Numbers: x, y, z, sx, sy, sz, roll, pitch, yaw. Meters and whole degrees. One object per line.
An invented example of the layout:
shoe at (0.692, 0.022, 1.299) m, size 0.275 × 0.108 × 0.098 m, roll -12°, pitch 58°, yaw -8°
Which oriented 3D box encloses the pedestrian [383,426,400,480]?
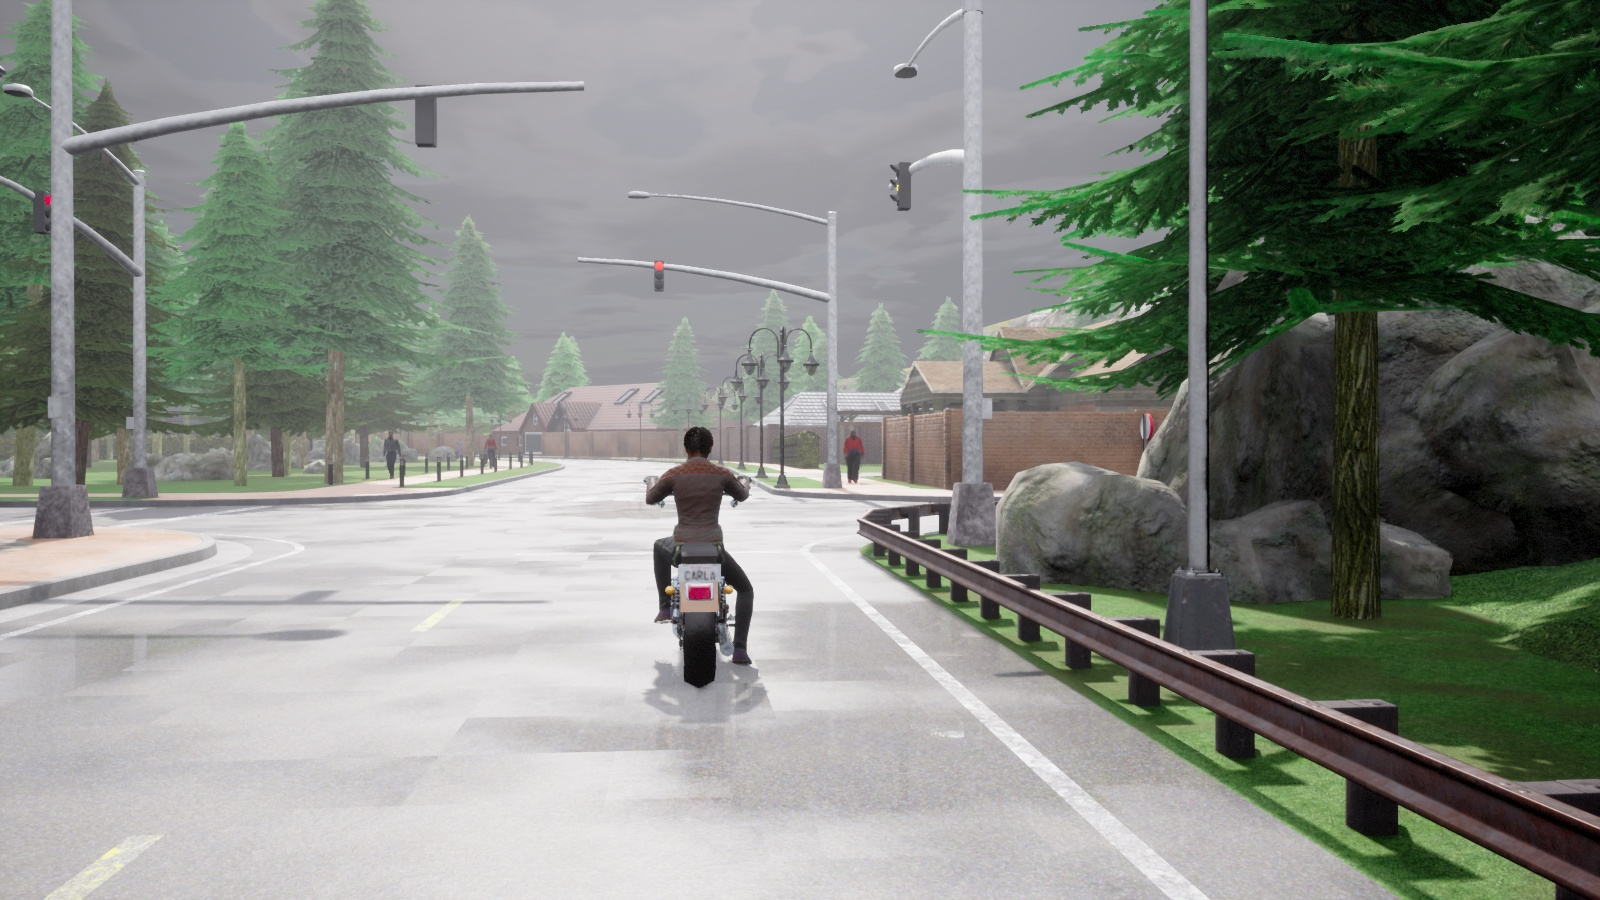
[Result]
pedestrian at (-14.796, 0.104, 45.458) m, size 0.423 × 1.949 × 0.788 m, roll 0°, pitch 0°, yaw -6°

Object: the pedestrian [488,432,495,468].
pedestrian at (-15.736, -0.002, 64.050) m, size 0.331 × 1.846 × 0.636 m, roll 0°, pitch 0°, yaw -9°

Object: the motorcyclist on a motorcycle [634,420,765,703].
motorcyclist on a motorcycle at (-0.693, 0.648, 8.534) m, size 0.766 × 1.649 × 2.350 m, roll 0°, pitch 0°, yaw -5°

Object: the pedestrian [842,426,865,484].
pedestrian at (1.729, 0.155, 40.538) m, size 0.634 × 1.844 × 0.899 m, roll 0°, pitch 0°, yaw -5°
